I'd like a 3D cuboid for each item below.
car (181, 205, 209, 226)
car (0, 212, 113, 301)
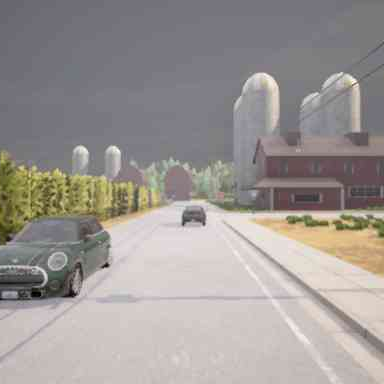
[{"bbox_3d":[0.212,1.842,26.499,1.837,1.490,4.892,0,-1,3],"label":"car"},{"bbox_3d":[-3.589,1.464,8.817,2.097,1.767,4.553,0,-1,0],"label":"car"}]
